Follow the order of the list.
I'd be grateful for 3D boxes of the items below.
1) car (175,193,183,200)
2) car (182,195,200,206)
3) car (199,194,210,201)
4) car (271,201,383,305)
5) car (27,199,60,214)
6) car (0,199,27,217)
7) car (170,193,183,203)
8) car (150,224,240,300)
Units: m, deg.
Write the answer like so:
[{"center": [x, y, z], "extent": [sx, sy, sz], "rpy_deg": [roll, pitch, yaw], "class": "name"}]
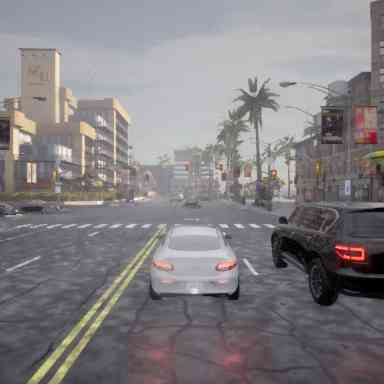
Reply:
[{"center": [-3.599, 1.225, 91.812], "extent": [2.150, 2.045, 5.566], "rpy_deg": [0, 0, 0], "class": "car"}, {"center": [-0.092, 1.564, 55.597], "extent": [1.994, 1.385, 4.181], "rpy_deg": [0, 0, 1], "class": "car"}, {"center": [3.411, 1.355, 84.725], "extent": [2.097, 1.767, 4.553], "rpy_deg": [0, 0, 0], "class": "car"}, {"center": [3.559, 1.221, 8.232], "extent": [2.150, 2.045, 5.566], "rpy_deg": [0, 0, 0], "class": "car"}, {"center": [-16.542, 1.493, 34.941], "extent": [4.902, 1.511, 2.128], "rpy_deg": [0, 0, -3], "class": "car"}, {"center": [-18.073, 1.565, 30.816], "extent": [4.181, 1.385, 1.994], "rpy_deg": [0, 0, 7], "class": "car"}, {"center": [-3.574, 1.553, 71.265], "extent": [1.994, 1.385, 4.181], "rpy_deg": [0, 0, 0], "class": "car"}, {"center": [0.061, 1.526, 8.289], "extent": [1.812, 1.442, 4.674], "rpy_deg": [0, 0, 0], "class": "car"}]
